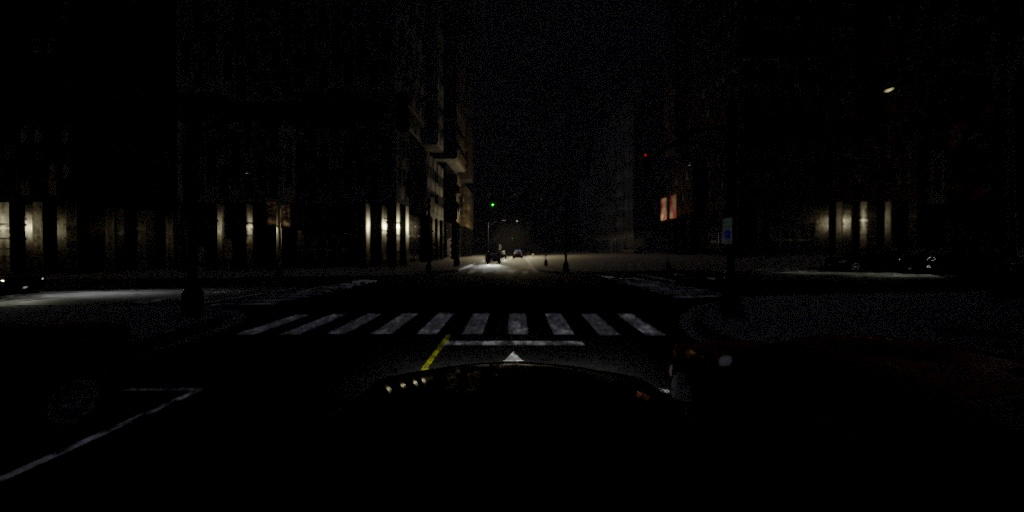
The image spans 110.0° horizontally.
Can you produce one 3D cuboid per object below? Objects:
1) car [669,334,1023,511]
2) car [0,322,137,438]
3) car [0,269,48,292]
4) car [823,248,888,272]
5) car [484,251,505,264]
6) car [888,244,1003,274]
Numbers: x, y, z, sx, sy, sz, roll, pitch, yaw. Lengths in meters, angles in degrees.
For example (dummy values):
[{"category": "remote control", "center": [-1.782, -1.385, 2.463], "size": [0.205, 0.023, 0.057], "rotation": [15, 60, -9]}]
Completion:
[{"category": "car", "center": [2.768, 1.273, 2.700], "size": [1.888, 1.381, 4.507], "rotation": [0, 0, 0]}, {"category": "car", "center": [-5.757, 1.270, 2.748], "size": [1.888, 1.381, 4.507], "rotation": [0, 0, 0]}, {"category": "car", "center": [-26.800, 1.291, 18.130], "size": [4.718, 1.301, 1.895], "rotation": [-1, 1, 0]}, {"category": "car", "center": [24.193, 0.239, 24.471], "size": [5.008, 1.535, 1.882], "rotation": [-1, 1, 0]}, {"category": "car", "center": [-2.428, 0.221, 46.372], "size": [2.128, 1.511, 4.902], "rotation": [0, 1, 2]}, {"category": "car", "center": [25.775, 0.108, 21.209], "size": [4.553, 1.767, 2.097], "rotation": [-1, 1, 0]}]
